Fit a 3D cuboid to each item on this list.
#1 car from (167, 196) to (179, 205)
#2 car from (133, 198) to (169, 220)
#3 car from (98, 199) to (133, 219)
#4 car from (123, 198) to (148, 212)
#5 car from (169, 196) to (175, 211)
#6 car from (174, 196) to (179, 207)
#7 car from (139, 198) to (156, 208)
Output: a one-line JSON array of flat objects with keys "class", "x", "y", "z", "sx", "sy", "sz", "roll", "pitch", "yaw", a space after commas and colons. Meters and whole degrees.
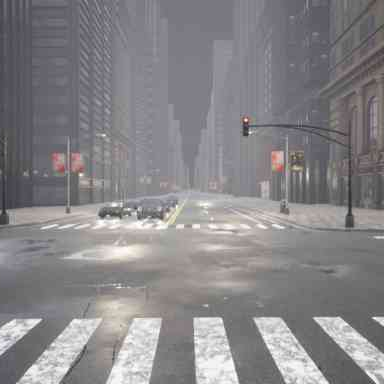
[{"class": "car", "x": -3.297, "y": 1.454, "z": 57.838, "sx": 1.837, "sy": 1.490, "sz": 4.892, "roll": 0, "pitch": 0, "yaw": 0}, {"class": "car", "x": -3.338, "y": 1.336, "z": 28.091, "sx": 2.097, "sy": 1.767, "sz": 4.553, "roll": 0, "pitch": 0, "yaw": 0}, {"class": "car", "x": -6.563, "y": 1.531, "z": 29.348, "sx": 2.033, "sy": 1.411, "sz": 5.357, "roll": 0, "pitch": 0, "yaw": 4}, {"class": "car", "x": -6.584, "y": 1.521, "z": 39.446, "sx": 2.033, "sy": 1.411, "sz": 5.357, "roll": 0, "pitch": 0, "yaw": 0}, {"class": "car", "x": -3.336, "y": 1.523, "z": 37.565, "sx": 2.033, "sy": 1.411, "sz": 5.357, "roll": 0, "pitch": 0, "yaw": 0}, {"class": "car", "x": -3.339, "y": 1.529, "z": 47.464, "sx": 1.994, "sy": 1.385, "sz": 4.181, "roll": 0, "pitch": 0, "yaw": 0}, {"class": "car", "x": -6.585, "y": 1.563, "z": 49.532, "sx": 1.895, "sy": 1.301, "sz": 4.718, "roll": 0, "pitch": 0, "yaw": 0}]
